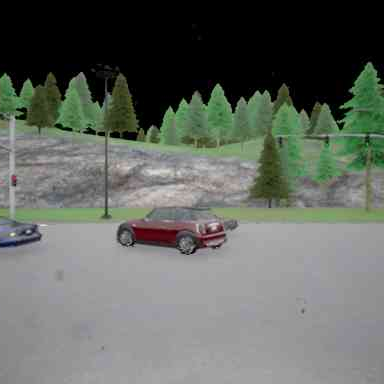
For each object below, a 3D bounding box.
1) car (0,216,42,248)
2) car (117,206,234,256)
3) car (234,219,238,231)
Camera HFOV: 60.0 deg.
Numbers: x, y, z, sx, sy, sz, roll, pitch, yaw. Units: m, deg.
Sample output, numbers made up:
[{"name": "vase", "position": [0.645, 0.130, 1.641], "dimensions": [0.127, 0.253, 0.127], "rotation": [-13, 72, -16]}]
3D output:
[{"name": "car", "position": [-8.665, 1.546, 12.773], "dimensions": [5.357, 1.411, 2.033], "rotation": [0, 0, 5]}, {"name": "car", "position": [-0.934, 1.351, 13.429], "dimensions": [4.553, 1.767, 2.097], "rotation": [0, 0, 35]}, {"name": "car", "position": [-0.133, 1.599, 17.185], "dimensions": [4.718, 1.301, 1.895], "rotation": [0, 0, 30]}]
